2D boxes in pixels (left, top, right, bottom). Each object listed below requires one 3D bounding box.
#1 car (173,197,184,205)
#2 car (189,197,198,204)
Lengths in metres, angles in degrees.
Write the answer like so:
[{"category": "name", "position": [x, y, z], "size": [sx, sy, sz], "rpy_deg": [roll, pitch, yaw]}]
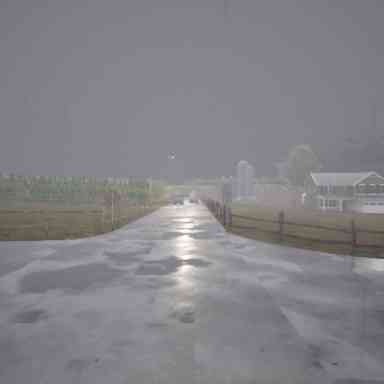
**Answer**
[{"category": "car", "position": [-2.419, 1.642, 59.654], "size": [2.033, 1.411, 5.357], "rpy_deg": [0, 0, 0]}, {"category": "car", "position": [0.365, 1.649, 65.862], "size": [2.033, 1.411, 5.357], "rpy_deg": [0, 0, 0]}]
